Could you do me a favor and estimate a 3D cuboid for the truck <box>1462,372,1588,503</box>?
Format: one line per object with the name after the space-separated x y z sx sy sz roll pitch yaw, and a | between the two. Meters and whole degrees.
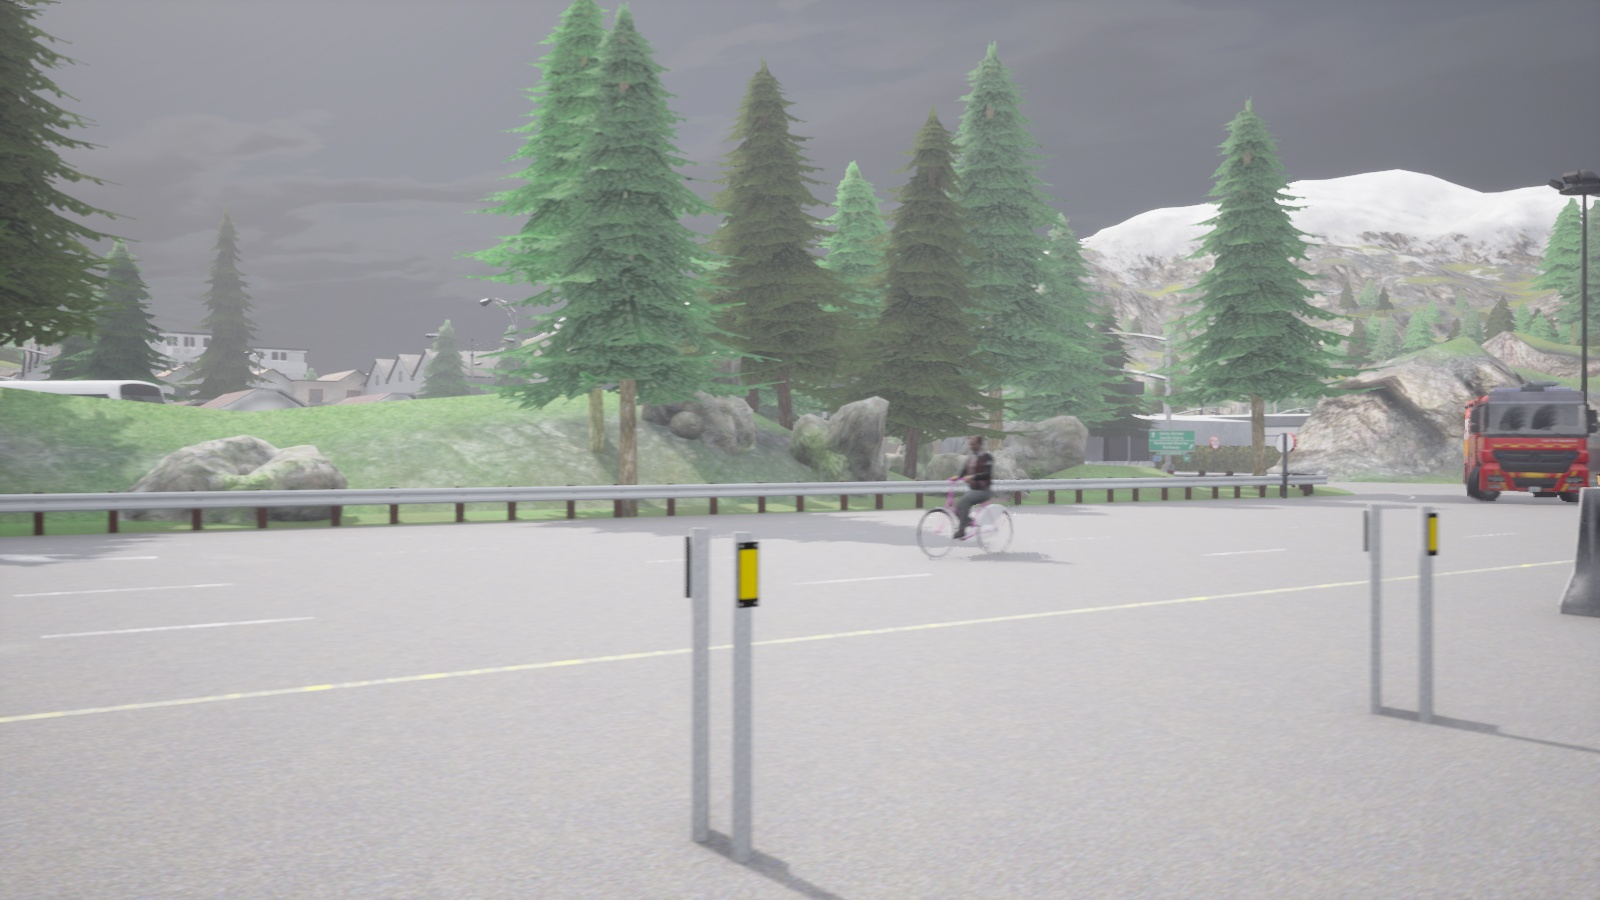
23.568 -0.368 41.202 2.891 3.827 8.468 0 0 26 | truck

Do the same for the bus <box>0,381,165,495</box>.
-31.166 -0.463 49.675 10.273 4.253 3.944 0 1 7 | bus

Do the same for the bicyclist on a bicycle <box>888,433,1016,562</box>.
2.189 0.655 17.975 1.843 1.776 0.659 0 0 -35 | bicyclist on a bicycle
